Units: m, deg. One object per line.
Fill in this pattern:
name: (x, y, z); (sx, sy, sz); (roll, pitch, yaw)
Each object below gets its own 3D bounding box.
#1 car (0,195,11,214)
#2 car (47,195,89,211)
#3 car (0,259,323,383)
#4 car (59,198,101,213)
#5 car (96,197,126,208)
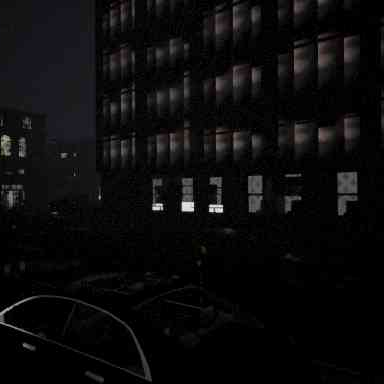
car: (-21.696, 1.315, 34.166); (2.150, 2.045, 5.566); (0, -1, 36)
car: (-15.581, 1.366, 42.470); (2.150, 2.045, 5.566); (0, -1, 37)
car: (-0.955, 1.551, 3.557); (4.403, 1.369, 2.008); (0, 0, 35)
car: (-12.190, 1.684, 37.264); (1.802, 1.307, 4.206); (-1, -1, 36)
car: (-12.416, 1.643, 51.170); (1.967, 1.590, 4.097); (-1, -1, 36)
